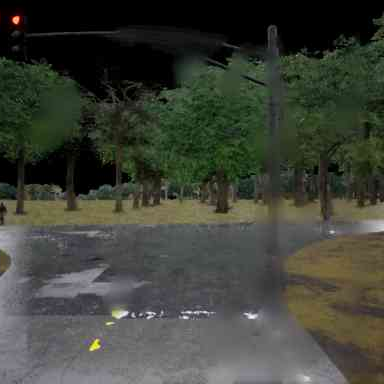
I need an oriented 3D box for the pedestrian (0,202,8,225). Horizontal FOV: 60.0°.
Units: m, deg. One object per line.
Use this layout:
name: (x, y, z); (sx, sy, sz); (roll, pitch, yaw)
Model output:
pedestrian: (-15.234, 1.718, 26.786); (0.375, 1.860, 0.375); (0, -1, 0)
